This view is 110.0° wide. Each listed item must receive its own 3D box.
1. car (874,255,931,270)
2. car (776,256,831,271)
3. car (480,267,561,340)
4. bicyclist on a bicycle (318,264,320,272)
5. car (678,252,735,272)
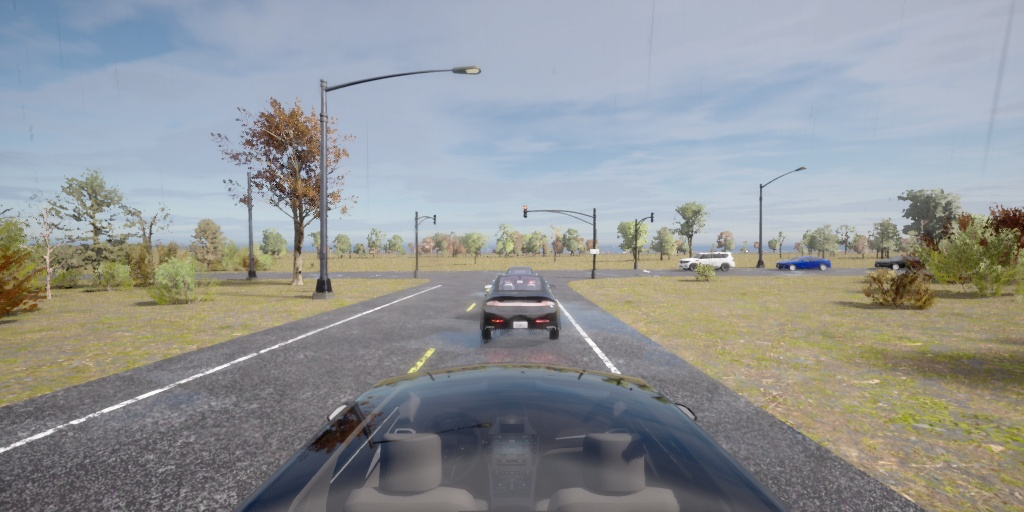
[{"bbox_3d":[41.568,0.671,38.012,5.008,1.535,1.882,-1,1,5],"label":"car"},{"bbox_3d":[31.545,0.776,38.908,5.008,1.535,1.882,-1,1,5],"label":"car"},{"bbox_3d":[0.220,1.235,9.969,2.128,1.511,4.902,0,0,1],"label":"car"},{"bbox_3d":[-25.343,1.326,47.868,0.582,1.620,1.656,-1,0,5],"label":"bicyclist on a bicycle"},{"bbox_3d":[21.548,0.629,39.791,5.566,2.045,2.150,-1,1,5],"label":"car"}]
